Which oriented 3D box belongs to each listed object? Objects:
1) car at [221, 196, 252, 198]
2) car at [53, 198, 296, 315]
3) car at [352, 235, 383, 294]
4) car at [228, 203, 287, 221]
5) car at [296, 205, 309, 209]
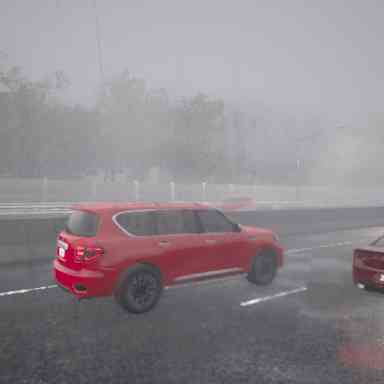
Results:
[{"bbox_3d":[3.750,1.402,32.457,5.566,2.045,2.150,1,0,-35],"label":"car"},{"bbox_3d":[-0.278,1.255,7.858,5.566,2.045,2.150,0,0,-35],"label":"car"},{"bbox_3d":[5.813,1.552,7.895,5.008,1.535,1.882,1,0,-35],"label":"car"},{"bbox_3d":[5.899,1.729,29.691,5.357,1.411,2.033,1,0,-35],"label":"car"},{"bbox_3d":[7.944,1.730,26.851,5.357,1.411,2.033,1,0,-35],"label":"car"}]
